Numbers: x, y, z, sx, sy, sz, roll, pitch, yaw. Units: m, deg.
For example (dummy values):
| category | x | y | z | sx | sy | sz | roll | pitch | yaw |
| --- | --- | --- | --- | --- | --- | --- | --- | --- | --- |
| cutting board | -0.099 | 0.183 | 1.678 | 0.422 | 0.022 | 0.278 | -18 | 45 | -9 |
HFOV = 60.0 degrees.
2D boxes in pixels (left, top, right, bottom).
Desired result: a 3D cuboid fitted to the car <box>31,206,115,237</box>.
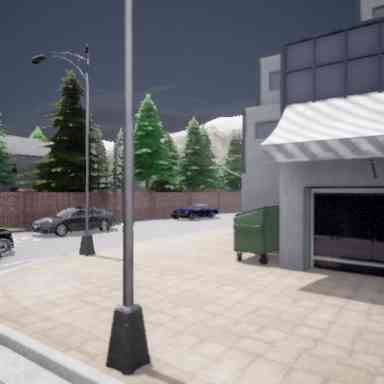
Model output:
| category | x | y | z | sx | sy | sz | roll | pitch | yaw |
| --- | --- | --- | --- | --- | --- | --- | --- | --- | --- |
| car | -6.723 | 1.615 | 19.303 | 1.837 | 1.490 | 4.892 | 0 | 0 | 36 |

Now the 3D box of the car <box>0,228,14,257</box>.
| category | x | y | z | sx | sy | sz | roll | pitch | yaw |
| --- | --- | --- | --- | --- | --- | --- | --- | --- | --- |
| car | -7.815 | 1.604 | 10.798 | 2.128 | 1.511 | 4.902 | -1 | -1 | 3 |

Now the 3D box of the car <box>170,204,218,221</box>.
| category | x | y | z | sx | sy | sz | roll | pitch | yaw |
| --- | --- | --- | --- | --- | --- | --- | --- | --- | --- |
| car | 0.240 | 1.712 | 28.715 | 1.895 | 1.301 | 4.718 | 0 | 0 | 36 |
